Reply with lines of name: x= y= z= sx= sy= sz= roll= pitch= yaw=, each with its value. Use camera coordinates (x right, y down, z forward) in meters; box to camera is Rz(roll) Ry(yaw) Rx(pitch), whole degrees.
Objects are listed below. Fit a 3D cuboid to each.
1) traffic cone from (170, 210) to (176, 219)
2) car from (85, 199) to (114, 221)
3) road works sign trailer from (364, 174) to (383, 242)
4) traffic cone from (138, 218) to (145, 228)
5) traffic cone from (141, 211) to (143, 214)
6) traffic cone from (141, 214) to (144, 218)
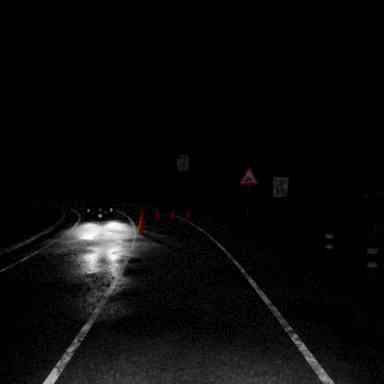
traffic cone: x=-1.265 y=1.453 z=21.954 sx=0.340 sy=0.580 sz=0.340 roll=-1 pitch=2 yaw=-7
car: x=-6.532 y=1.179 z=23.355 sx=1.895 sy=1.301 sz=4.718 roll=-2 pitch=2 yaw=-18
road works sign trailer: x=7.389 y=0.813 z=10.801 sx=2.380 sy=2.880 sz=3.560 roll=43 pitch=2 yaw=-1
traffic cone: x=-2.416 y=1.661 z=15.749 sx=0.340 sy=0.580 sz=0.340 roll=-1 pitch=2 yaw=-8
traffic cone: x=-2.964 y=1.557 z=19.710 sx=0.340 sy=0.580 sz=0.340 roll=-1 pitch=2 yaw=-8
traffic cone: x=-2.690 y=1.609 z=17.730 sx=0.340 sy=0.580 sz=0.340 roll=-1 pitch=2 yaw=-8
